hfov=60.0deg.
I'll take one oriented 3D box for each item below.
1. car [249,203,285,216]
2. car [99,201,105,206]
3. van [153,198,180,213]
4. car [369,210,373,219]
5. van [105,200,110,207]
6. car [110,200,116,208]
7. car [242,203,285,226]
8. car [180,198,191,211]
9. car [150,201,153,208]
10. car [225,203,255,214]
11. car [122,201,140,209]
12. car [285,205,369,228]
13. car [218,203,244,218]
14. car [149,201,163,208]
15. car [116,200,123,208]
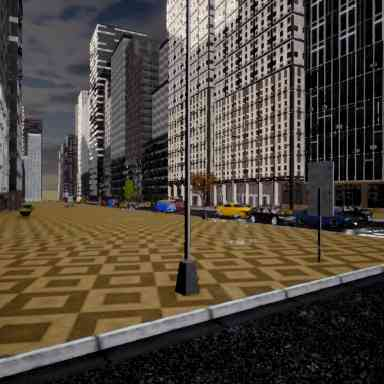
[{"bbox_3d":[8.855,2.068,39.675,1.947,1.339,4.313,-1,-1,-26],"label":"car"},{"bbox_3d":[-23.022,3.053,86.762,1.887,1.381,4.507,-1,-1,-26],"label":"car"},{"bbox_3d":[-3.569,2.005,46.197,1.690,1.788,3.998,-1,-1,-26],"label":"van"},{"bbox_3d":[13.719,1.854,29.532,2.008,1.369,4.403,-1,-1,-26],"label":"car"},{"bbox_3d":[-18.161,2.635,76.623,1.690,1.788,3.998,-1,-1,-26],"label":"van"},{"bbox_3d":[-15.726,2.731,71.550,1.887,1.381,4.507,-1,-1,-26],"label":"car"},{"bbox_3d":[6.164,1.814,25.908,2.008,1.369,4.403,-1,-1,-26],"label":"car"},{"bbox_3d":[-2.091,1.936,49.209,2.150,2.045,5.566,0,-1,-25],"label":"car"},{"bbox_3d":[-6.409,2.257,65.537,2.150,2.045,5.566,0,-1,-26],"label":"car"},{"bbox_3d":[6.423,2.168,44.746,1.947,1.339,4.313,-1,-1,-26],"label":"car"},{"bbox_3d":[-10.862,2.525,61.407,2.008,1.369,4.403,-1,-1,-26],"label":"car"},{"bbox_3d":[9.724,1.774,24.534,2.033,1.411,5.357,0,-1,-26],"label":"car"},{"bbox_3d":[4.609,1.912,35.168,1.882,1.535,5.008,0,-1,-26],"label":"car"},{"bbox_3d":[-8.169,2.809,75.173,1.802,1.307,4.206,-1,-1,-26],"label":"car"},{"bbox_3d":[-13.221,2.602,66.326,1.752,1.417,4.829,-1,-1,-26],"label":"car"}]
